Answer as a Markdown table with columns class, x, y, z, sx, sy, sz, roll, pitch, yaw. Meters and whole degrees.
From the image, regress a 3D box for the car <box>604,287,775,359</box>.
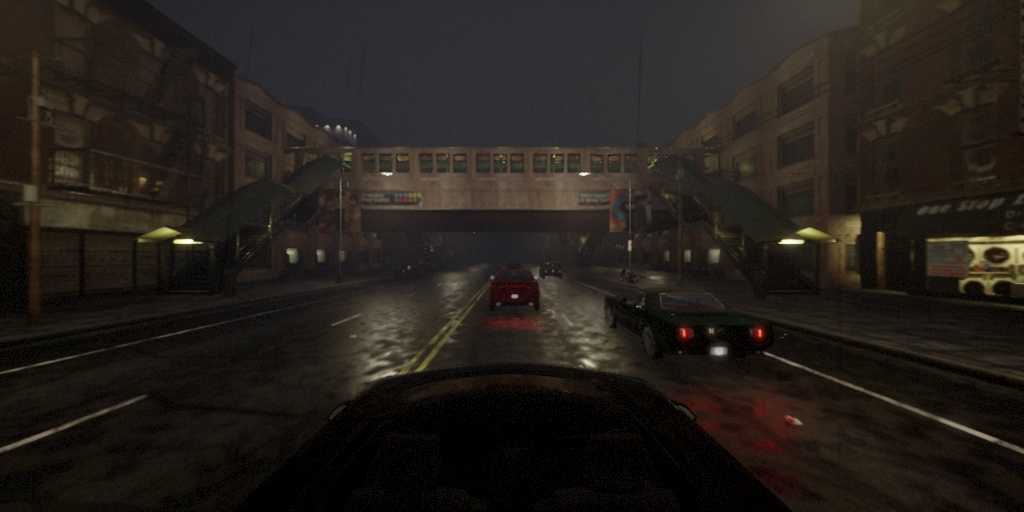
| class | x | y | z | sx | sy | sz | roll | pitch | yaw |
| --- | --- | --- | --- | --- | --- | --- | --- | --- | --- |
| car | 3.599 | 1.370 | 8.444 | 1.895 | 1.301 | 4.718 | 0 | 0 | 0 |

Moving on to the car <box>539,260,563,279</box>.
| class | x | y | z | sx | sy | sz | roll | pitch | yaw |
| --- | --- | --- | --- | --- | --- | --- | --- | --- | --- |
| car | 3.608 | 1.387 | 34.079 | 2.033 | 1.411 | 5.357 | 0 | 0 | 0 |

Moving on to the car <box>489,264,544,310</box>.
| class | x | y | z | sx | sy | sz | roll | pitch | yaw |
| --- | --- | --- | --- | --- | --- | --- | --- | --- | --- |
| car | 0.092 | 1.264 | 15.046 | 1.882 | 1.535 | 5.008 | 0 | 0 | 0 |
